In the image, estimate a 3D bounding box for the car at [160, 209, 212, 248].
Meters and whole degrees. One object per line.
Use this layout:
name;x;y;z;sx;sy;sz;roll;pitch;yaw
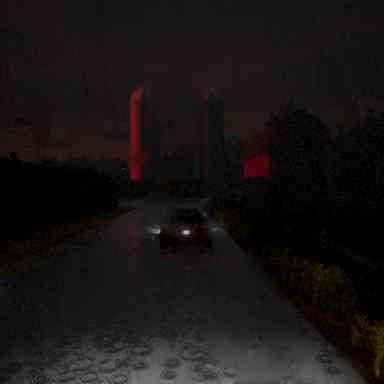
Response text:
car;-0.271;1.395;13.934;1.994;1.385;4.181;-1;1;-2
